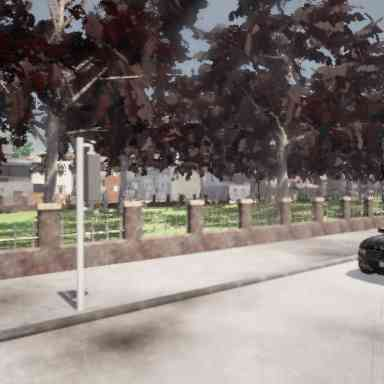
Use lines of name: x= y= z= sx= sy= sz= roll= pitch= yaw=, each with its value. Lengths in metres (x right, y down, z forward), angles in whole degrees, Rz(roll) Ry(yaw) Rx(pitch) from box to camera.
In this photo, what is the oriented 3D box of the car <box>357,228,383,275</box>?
car: x=6.595 y=1.451 z=9.311 sx=5.008 sy=1.535 sz=1.882 roll=0 pitch=0 yaw=-35
